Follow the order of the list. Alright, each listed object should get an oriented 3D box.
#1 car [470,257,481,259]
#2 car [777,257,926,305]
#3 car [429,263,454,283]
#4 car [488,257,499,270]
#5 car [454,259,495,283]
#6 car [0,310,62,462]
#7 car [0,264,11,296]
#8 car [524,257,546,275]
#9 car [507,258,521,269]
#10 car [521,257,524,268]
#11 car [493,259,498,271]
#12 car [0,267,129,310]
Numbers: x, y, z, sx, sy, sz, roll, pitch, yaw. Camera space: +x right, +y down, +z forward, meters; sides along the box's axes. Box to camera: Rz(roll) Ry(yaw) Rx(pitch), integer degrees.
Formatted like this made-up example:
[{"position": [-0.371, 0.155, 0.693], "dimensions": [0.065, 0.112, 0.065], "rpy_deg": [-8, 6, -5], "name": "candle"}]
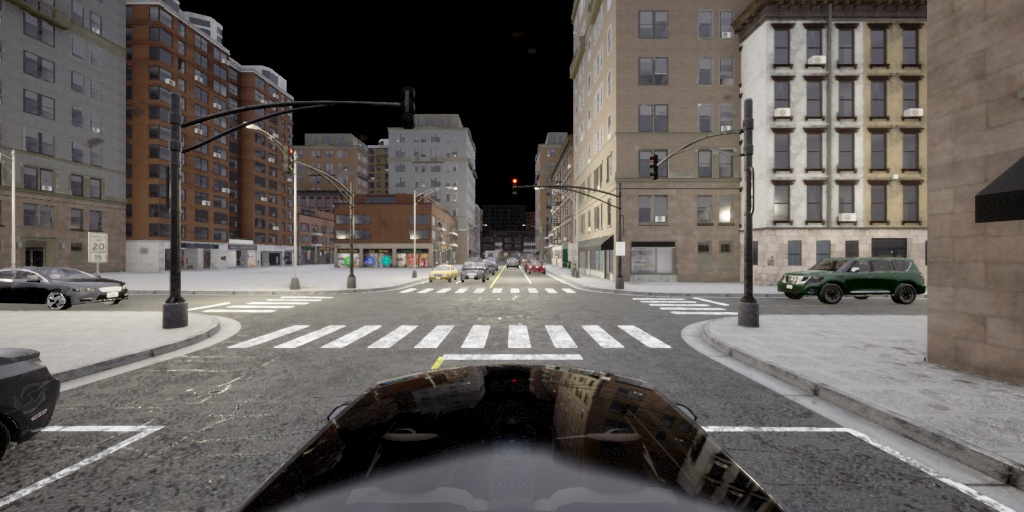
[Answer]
[{"position": [-5.359, 1.068, 51.205], "dimensions": [2.192, 1.841, 5.009], "rpy_deg": [0, 0, 0], "name": "car"}, {"position": [15.352, 1.057, 16.358], "dimensions": [5.566, 2.045, 2.150], "rpy_deg": [0, 0, -2], "name": "car"}, {"position": [-5.373, 1.276, 28.387], "dimensions": [1.751, 1.417, 4.829], "rpy_deg": [0, 0, 0], "name": "car"}, {"position": [-2.810, 1.279, 48.183], "dimensions": [1.812, 1.442, 4.674], "rpy_deg": [0, 0, 0], "name": "car"}, {"position": [-2.821, 1.243, 28.207], "dimensions": [2.128, 1.511, 4.902], "rpy_deg": [0, 0, 2], "name": "car"}, {"position": [-5.388, 1.300, 1.711], "dimensions": [2.007, 1.370, 4.403], "rpy_deg": [0, 0, 0], "name": "car"}, {"position": [-26.522, 1.133, 16.318], "dimensions": [4.892, 1.490, 1.837], "rpy_deg": [0, 0, 0], "name": "car"}, {"position": [2.659, 1.192, 39.875], "dimensions": [1.967, 1.591, 4.097], "rpy_deg": [0, 0, 0], "name": "car"}, {"position": [0.126, 1.318, 58.606], "dimensions": [1.994, 1.385, 4.181], "rpy_deg": [0, 0, 1], "name": "car"}, {"position": [2.662, 1.067, 45.537], "dimensions": [2.192, 1.841, 5.009], "rpy_deg": [0, 0, 0], "name": "car"}, {"position": [-2.824, 1.316, 38.108], "dimensions": [1.994, 1.385, 4.181], "rpy_deg": [0, 0, 0], "name": "car"}, {"position": [-17.276, 1.162, 13.382], "dimensions": [4.902, 1.511, 2.128], "rpy_deg": [0, 0, 2], "name": "car"}]
